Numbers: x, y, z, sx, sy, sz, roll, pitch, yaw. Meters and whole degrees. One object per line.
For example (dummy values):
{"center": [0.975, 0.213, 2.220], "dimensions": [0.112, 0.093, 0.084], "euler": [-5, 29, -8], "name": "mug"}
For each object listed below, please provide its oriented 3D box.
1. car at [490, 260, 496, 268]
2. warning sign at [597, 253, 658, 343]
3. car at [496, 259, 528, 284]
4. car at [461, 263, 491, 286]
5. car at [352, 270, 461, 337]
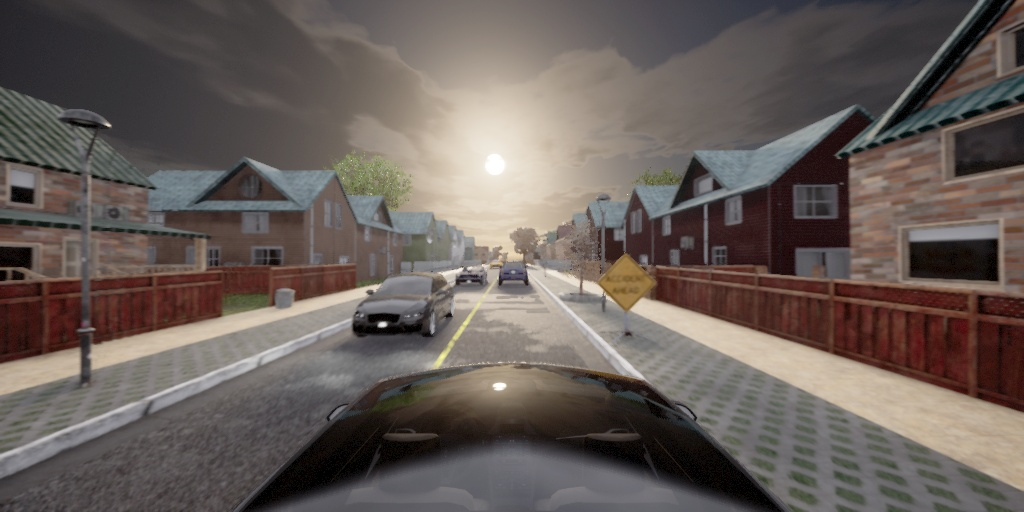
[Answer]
{"center": [-2.791, 1.432, 61.996], "dimensions": [1.882, 1.535, 5.008], "euler": [0, 0, 0], "name": "car"}
{"center": [2.517, 0.863, 7.861], "dimensions": [1.300, 1.860, 1.060], "euler": [0, 0, 0], "name": "warning sign"}
{"center": [0.095, 1.124, 26.939], "dimensions": [2.097, 1.767, 4.553], "euler": [0, 0, 0], "name": "car"}
{"center": [-2.800, 1.370, 25.604], "dimensions": [1.895, 1.301, 4.718], "euler": [0, 0, 0], "name": "car"}
{"center": [-2.849, 1.253, 10.340], "dimensions": [1.837, 1.490, 4.892], "euler": [0, 0, 0], "name": "car"}
